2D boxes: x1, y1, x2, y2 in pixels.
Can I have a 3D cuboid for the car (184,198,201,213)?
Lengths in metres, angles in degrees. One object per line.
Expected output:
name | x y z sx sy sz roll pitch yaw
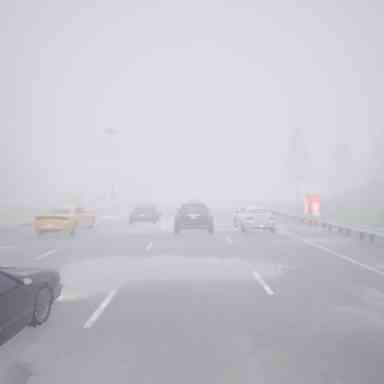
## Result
car | 0.096 1.495 38.490 1.837 1.490 4.892 0 0 0

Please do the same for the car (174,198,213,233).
car | 0.098 1.347 19.505 2.097 1.767 4.553 0 0 0

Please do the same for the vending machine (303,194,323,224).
vending machine | 8.498 1.188 23.434 1.100 2.100 0.880 0 0 0

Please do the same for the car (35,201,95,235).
car | -6.901 1.474 18.589 1.882 1.535 5.008 0 0 0

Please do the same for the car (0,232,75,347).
car | -3.400 1.547 3.972 2.033 1.411 5.357 0 0 0

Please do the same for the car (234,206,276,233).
car | 3.599 1.520 19.479 1.812 1.442 4.674 0 0 0

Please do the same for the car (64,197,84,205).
car | -21.024 1.588 59.482 1.895 1.301 4.718 0 0 1

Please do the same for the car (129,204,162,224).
car | -3.402 1.558 24.850 1.994 1.385 4.181 0 0 0
